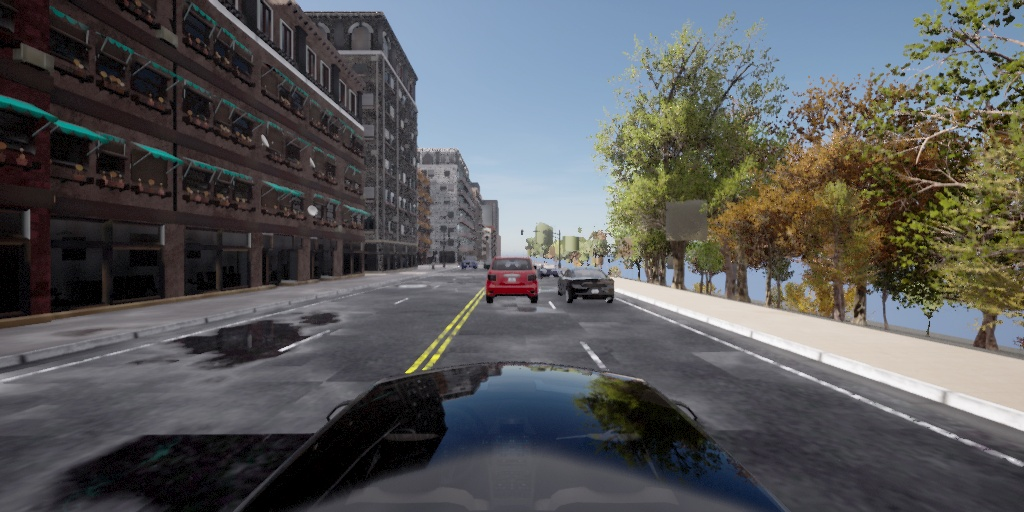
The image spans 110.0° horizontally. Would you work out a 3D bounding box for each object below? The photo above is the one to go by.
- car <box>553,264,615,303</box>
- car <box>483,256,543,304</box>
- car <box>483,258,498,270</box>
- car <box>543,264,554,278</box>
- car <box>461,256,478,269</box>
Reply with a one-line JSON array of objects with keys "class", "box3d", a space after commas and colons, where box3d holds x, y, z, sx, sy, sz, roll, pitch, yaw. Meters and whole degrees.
[{"class": "car", "box3d": [3.250, 1.232, 16.500, 1.882, 1.535, 5.008, 0, 0, 0]}, {"class": "car", "box3d": [0.000, 1.005, 16.530, 2.150, 2.045, 5.566, 0, 0, 0]}, {"class": "car", "box3d": [-3.250, 1.167, 55.531, 2.097, 1.767, 4.553, 0, 0, 0]}, {"class": "car", "box3d": [3.250, 1.366, 31.530, 1.895, 1.301, 4.718, 0, 0, 0]}, {"class": "car", "box3d": [-6.500, 1.089, 55.471, 2.150, 2.045, 5.566, 0, 0, 0]}]
